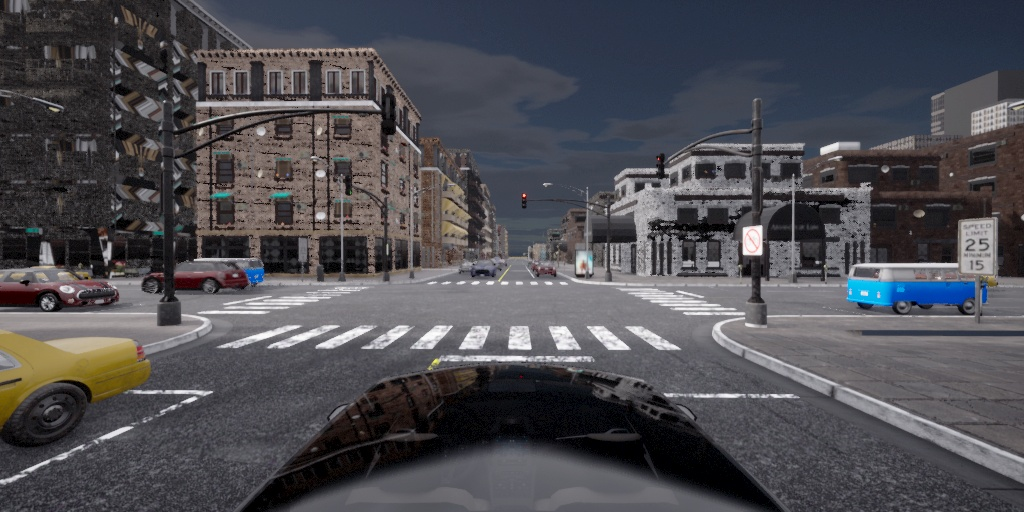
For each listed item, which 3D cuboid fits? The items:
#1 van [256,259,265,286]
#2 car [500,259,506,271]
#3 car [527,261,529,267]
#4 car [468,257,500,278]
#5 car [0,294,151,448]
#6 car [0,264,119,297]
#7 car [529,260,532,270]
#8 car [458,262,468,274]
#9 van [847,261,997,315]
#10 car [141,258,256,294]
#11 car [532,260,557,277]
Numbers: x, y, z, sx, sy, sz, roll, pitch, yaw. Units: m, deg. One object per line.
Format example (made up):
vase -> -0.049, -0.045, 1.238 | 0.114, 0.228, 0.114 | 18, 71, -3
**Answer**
van -> -17.429, 1.029, 21.907 | 3.998, 1.789, 1.690 | 0, 0, 1
car -> -2.322, 1.256, 47.490 | 2.128, 1.511, 4.902 | 0, 0, 1
car -> 3.544, 1.320, 52.207 | 2.007, 1.370, 4.403 | 0, 0, 1
car -> -2.563, 1.107, 33.447 | 2.097, 1.767, 4.553 | 0, 0, 1
car -> -5.680, 1.275, 2.629 | 1.751, 1.417, 4.829 | 0, 0, 1
car -> -17.528, 1.190, 13.527 | 4.097, 1.591, 1.967 | 0, 0, 1
car -> 3.447, 1.346, 46.511 | 1.802, 1.307, 4.207 | 0, 0, 1
car -> -5.029, 1.310, 40.945 | 2.007, 1.370, 4.403 | 0, 0, 1
van -> 14.849, 1.156, 13.218 | 3.998, 1.789, 1.690 | 0, 0, 1
car -> -16.922, 1.061, 19.247 | 4.553, 1.767, 2.097 | 0, 0, 2
car -> 3.254, 1.195, 35.119 | 1.967, 1.591, 4.097 | 0, 0, 1
